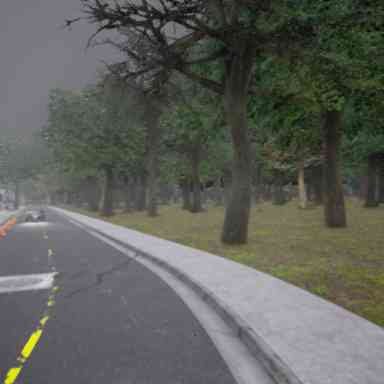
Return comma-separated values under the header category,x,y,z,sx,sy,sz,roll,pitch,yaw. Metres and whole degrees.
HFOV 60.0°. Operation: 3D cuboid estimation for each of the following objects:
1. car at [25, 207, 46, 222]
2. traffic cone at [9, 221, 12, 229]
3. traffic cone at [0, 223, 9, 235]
category,x,y,z,sx,sy,sz,roll,pitch,yaw
car,-17.040,2.387,36.286,2.128,1.511,4.902,0,-1,-26
traffic cone,-14.417,2.599,26.224,0.340,0.580,0.340,0,-1,-25
traffic cone,-12.295,2.479,21.698,0.340,0.580,0.340,0,-1,-25
